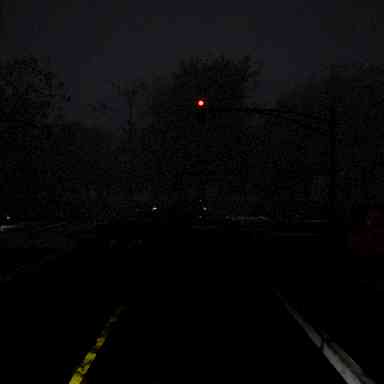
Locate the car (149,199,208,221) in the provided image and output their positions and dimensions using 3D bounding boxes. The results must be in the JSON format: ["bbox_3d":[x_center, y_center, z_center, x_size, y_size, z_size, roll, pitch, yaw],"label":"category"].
[{"bbox_3d":[-1.059,1.356,26.305,4.553,1.767,2.097,0,0,0],"label":"car"}]

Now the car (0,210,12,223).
[{"bbox_3d":[-14.896,1.472,22.807,4.674,1.442,1.812,0,0,0],"label":"car"}]

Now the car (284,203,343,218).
[{"bbox_3d":[10.710,1.651,29.596,4.718,1.301,1.895,0,0,0],"label":"car"}]
